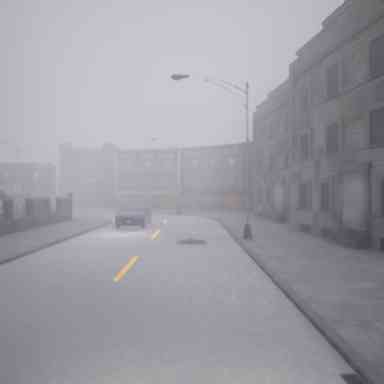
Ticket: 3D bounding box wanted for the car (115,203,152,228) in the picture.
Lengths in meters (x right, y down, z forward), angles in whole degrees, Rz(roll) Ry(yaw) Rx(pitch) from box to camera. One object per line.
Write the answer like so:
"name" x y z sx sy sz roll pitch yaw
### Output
"car" -3.901 1.569 22.937 1.882 1.535 5.008 0 0 0
